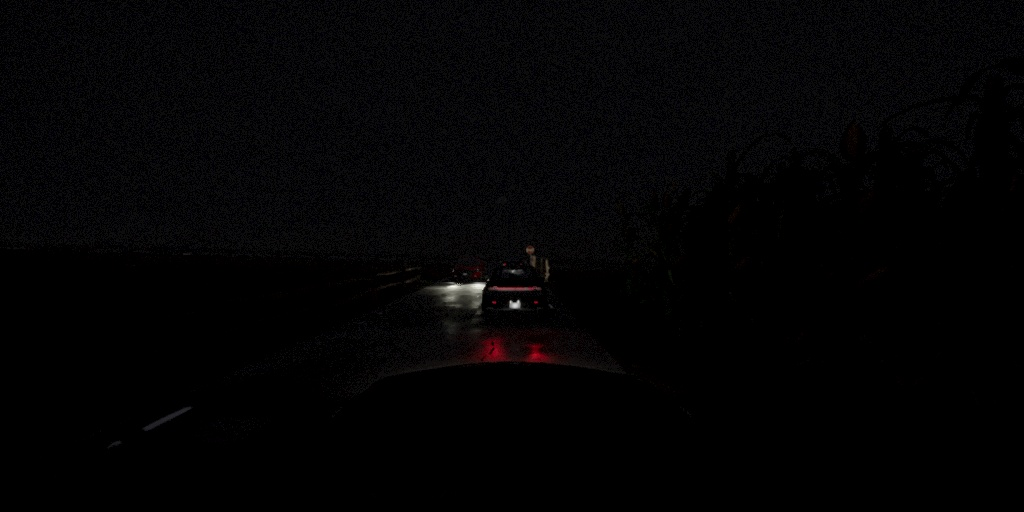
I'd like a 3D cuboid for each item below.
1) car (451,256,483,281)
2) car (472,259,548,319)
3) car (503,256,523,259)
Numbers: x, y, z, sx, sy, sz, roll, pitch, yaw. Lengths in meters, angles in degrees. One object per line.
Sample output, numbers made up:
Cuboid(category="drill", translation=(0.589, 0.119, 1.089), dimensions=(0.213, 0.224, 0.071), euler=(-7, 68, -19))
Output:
Cuboid(category="car", translation=(-2.837, 0.776, 24.111), dimensions=(1.882, 1.535, 5.008), euler=(0, 1, 0))
Cuboid(category="car", translation=(0.083, 1.035, 11.797), dimensions=(2.128, 1.511, 4.902), euler=(0, 1, 0))
Cuboid(category="car", translation=(0.080, 0.747, 26.290), dimensions=(2.128, 1.511, 4.902), euler=(0, 1, 0))
